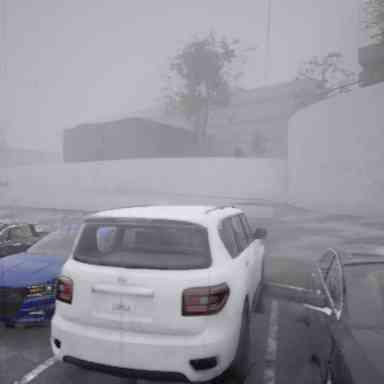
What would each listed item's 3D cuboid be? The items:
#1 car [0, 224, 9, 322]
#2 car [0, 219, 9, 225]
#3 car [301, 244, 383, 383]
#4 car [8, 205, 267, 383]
[{"bbox_3d":[-2.398,1.493,7.516,2.097,1.535,5.008,0,-1,16],"label":"car"},{"bbox_3d":[-4.835,1.499,9.240,2.231,1.521,4.892,0,-1,15],"label":"car"},{"bbox_3d":[2.461,1.493,4.054,2.231,1.521,4.892,1,-1,15],"label":"car"},{"bbox_3d":[0.029,1.239,5.814,2.435,2.045,5.566,0,-1,16],"label":"car"}]
